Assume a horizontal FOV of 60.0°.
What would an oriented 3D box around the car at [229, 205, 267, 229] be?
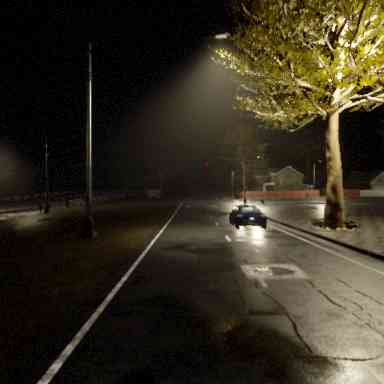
[{"bbox_3d":[3.598,1.571,21.983,1.994,1.385,4.181,0,0,0],"label":"car"}]
